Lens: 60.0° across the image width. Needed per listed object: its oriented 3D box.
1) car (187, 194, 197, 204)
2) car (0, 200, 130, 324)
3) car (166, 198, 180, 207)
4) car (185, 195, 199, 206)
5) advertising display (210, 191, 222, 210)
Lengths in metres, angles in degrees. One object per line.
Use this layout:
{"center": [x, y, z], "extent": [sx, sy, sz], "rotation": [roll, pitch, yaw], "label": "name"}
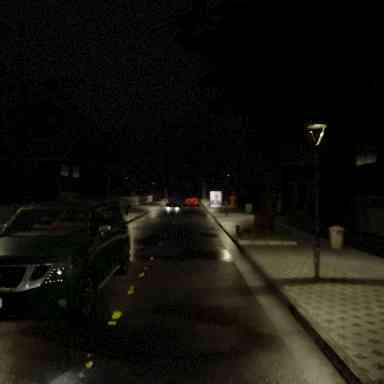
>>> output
{"center": [0.013, 1.386, 67.643], "extent": [2.097, 1.767, 4.553], "rotation": [0, 0, 0], "label": "car"}
{"center": [-2.849, 1.228, 7.510], "extent": [2.150, 2.045, 5.566], "rotation": [0, 0, 0], "label": "car"}
{"center": [-2.815, 1.600, 50.209], "extent": [1.994, 1.385, 4.181], "rotation": [0, 0, 0], "label": "car"}
{"center": [0.034, 1.389, 54.859], "extent": [2.097, 1.767, 4.553], "rotation": [0, 0, 2], "label": "car"}
{"center": [3.004, 1.057, 41.846], "extent": [1.540, 2.440, 0.280], "rotation": [-1, -1, 0], "label": "advertising display"}
